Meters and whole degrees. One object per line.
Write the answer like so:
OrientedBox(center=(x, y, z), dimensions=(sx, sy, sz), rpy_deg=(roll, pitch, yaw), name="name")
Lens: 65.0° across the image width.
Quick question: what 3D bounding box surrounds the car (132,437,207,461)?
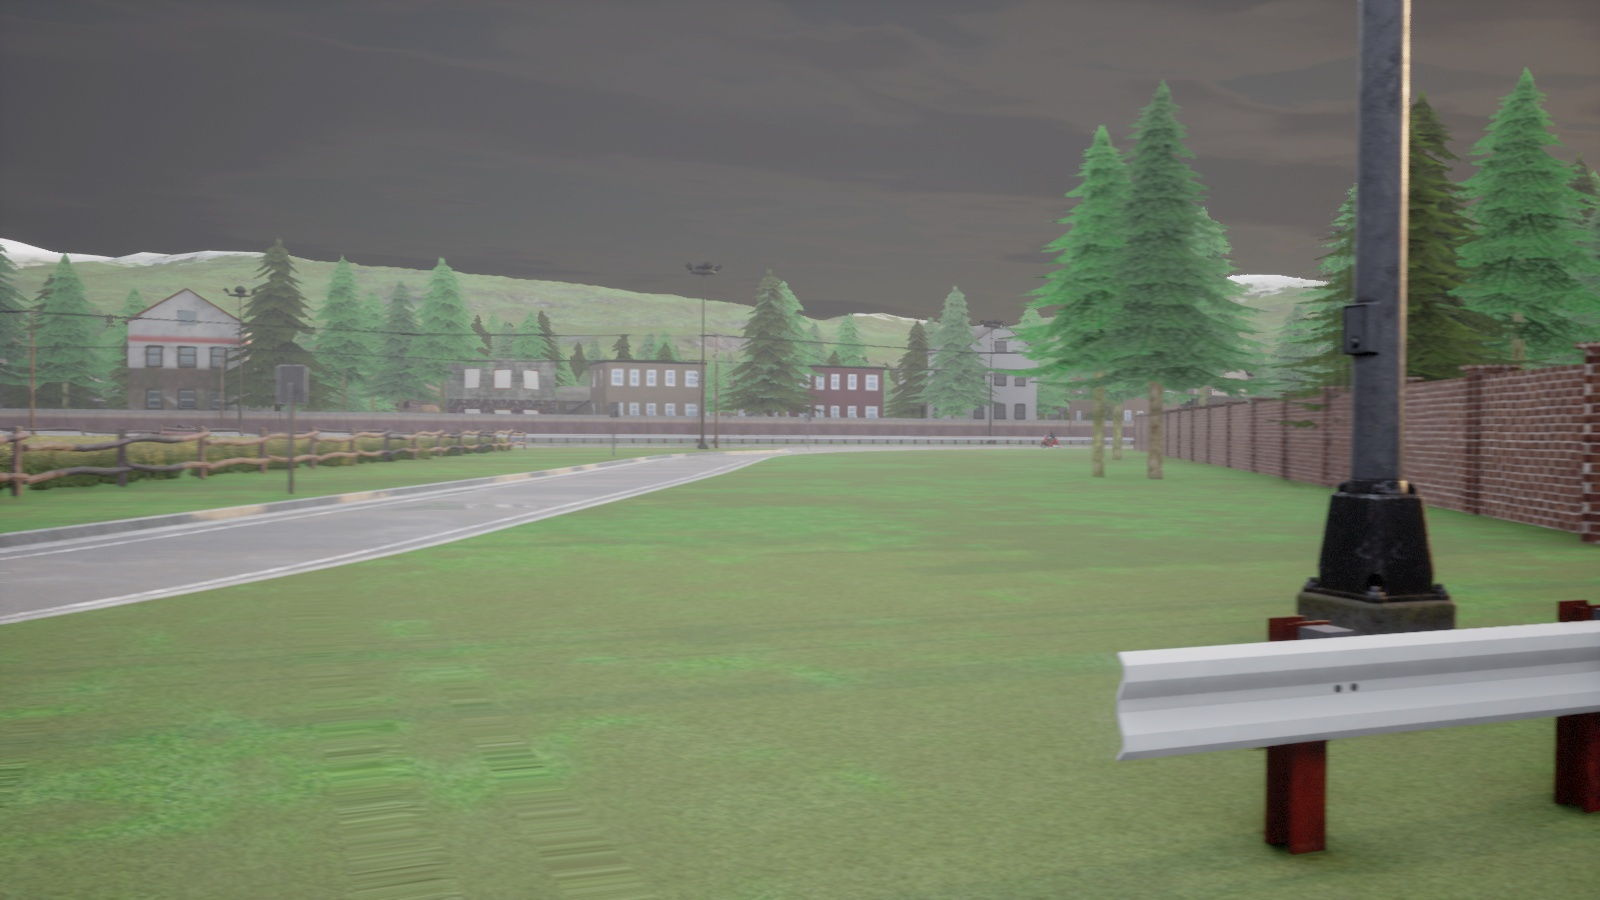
OrientedBox(center=(-41.649, -0.062, 83.025), dimensions=(4.193, 1.474, 1.816), rpy_deg=(-1, 1, -21), name="car")
